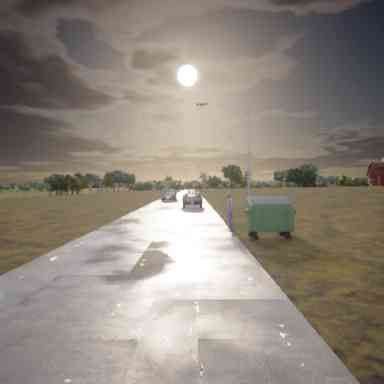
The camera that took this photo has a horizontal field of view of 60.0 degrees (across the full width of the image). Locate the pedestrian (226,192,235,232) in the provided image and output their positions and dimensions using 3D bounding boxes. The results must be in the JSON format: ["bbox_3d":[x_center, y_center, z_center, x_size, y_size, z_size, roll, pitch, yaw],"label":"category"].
[{"bbox_3d":[1.768,0.892,15.322,0.375,1.860,0.375,0,1,-10],"label":"pedestrian"}]

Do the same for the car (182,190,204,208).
[{"bbox_3d":[0.059,0.676,31.674,2.128,1.511,4.902,0,1,0],"label":"car"}]

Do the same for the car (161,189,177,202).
[{"bbox_3d":[-2.841,0.424,41.988,2.128,1.511,4.902,0,1,0],"label":"car"}]

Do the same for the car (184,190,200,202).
[{"bbox_3d":[0.022,0.436,43.893,2.033,1.411,5.357,0,1,1],"label":"car"}]

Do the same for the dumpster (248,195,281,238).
[{"bbox_3d":[3.123,1.014,14.509,1.020,1.700,1.940,0,1,0],"label":"dumpster"}]
